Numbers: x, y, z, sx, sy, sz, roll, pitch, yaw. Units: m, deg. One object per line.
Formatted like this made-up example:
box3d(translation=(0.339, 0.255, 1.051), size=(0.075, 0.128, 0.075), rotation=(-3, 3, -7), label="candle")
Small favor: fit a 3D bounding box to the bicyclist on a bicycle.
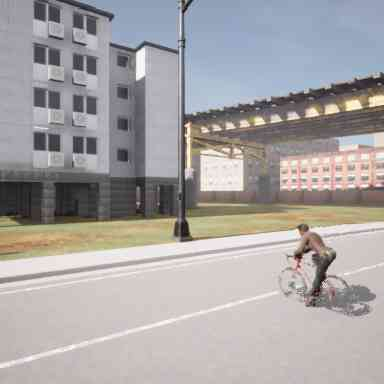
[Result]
box3d(translation=(2.362, 1.455, 6.575), size=(0.582, 1.620, 1.656), rotation=(0, -2, -36), label="bicyclist on a bicycle")
